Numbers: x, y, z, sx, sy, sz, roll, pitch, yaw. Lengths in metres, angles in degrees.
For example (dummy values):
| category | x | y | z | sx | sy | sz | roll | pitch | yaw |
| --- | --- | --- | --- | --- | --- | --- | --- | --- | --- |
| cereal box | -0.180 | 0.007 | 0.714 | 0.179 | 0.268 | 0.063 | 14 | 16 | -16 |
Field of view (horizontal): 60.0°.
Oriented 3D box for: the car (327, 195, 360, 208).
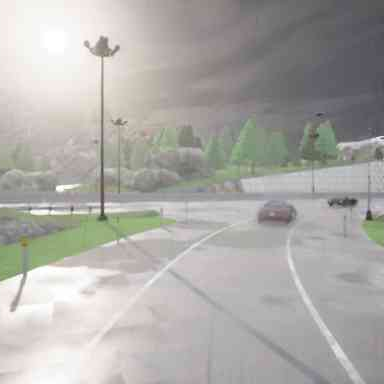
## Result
| category | x | y | z | sx | sy | sz | roll | pitch | yaw |
| --- | --- | --- | --- | --- | --- | --- | --- | --- | --- |
| car | 17.203 | 1.045 | 37.620 | 4.718 | 1.301 | 1.895 | -1 | 2 | -44 |

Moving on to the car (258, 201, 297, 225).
| category | x | y | z | sx | sy | sz | roll | pitch | yaw |
| --- | --- | --- | --- | --- | --- | --- | --- | --- | --- |
| car | 5.667 | 1.268 | 21.835 | 1.994 | 1.385 | 4.181 | 1 | 1 | 24 |
